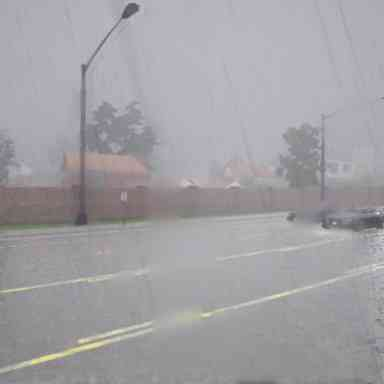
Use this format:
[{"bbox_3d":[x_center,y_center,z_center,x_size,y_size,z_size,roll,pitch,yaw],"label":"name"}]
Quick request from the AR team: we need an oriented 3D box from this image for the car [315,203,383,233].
[{"bbox_3d":[9.395,1.491,19.283,4.181,1.385,1.994,-1,0,-35],"label":"car"}]

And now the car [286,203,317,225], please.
[{"bbox_3d":[8.967,1.451,23.278,5.357,1.411,2.033,-1,0,-35],"label":"car"}]
